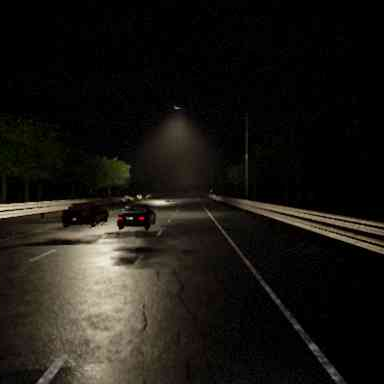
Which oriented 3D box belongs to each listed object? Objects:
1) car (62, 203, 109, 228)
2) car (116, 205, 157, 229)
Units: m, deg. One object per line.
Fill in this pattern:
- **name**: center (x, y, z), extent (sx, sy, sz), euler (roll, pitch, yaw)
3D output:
- **car**: center (-6.903, 1.442, 21.998), extent (1.882, 1.535, 5.008), euler (0, 0, 0)
- **car**: center (-3.402, 1.514, 21.054), extent (2.033, 1.411, 5.357), euler (0, 0, 0)
